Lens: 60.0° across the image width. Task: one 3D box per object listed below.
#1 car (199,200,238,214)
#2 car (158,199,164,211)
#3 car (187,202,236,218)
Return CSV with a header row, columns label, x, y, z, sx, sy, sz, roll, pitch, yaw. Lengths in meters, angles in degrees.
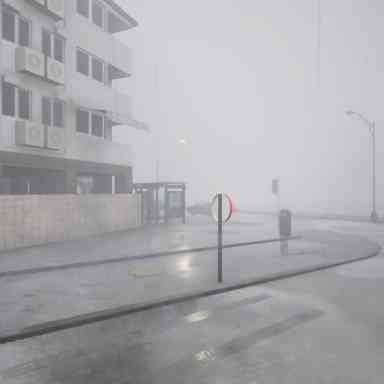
label,x,y,z,sx,sy,sz,roll,pitch,yaw
car,2.833,1.564,35.887,1.994,1.385,4.181,0,0,-35
car,-4.224,1.548,38.575,2.033,1.411,5.357,0,0,-36
car,1.551,1.601,30.462,1.895,1.301,4.718,0,0,-35
